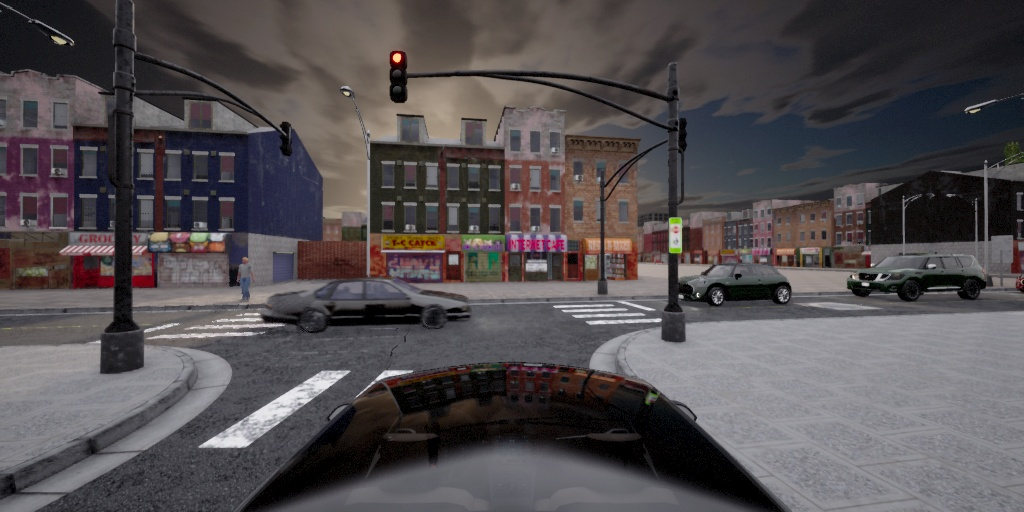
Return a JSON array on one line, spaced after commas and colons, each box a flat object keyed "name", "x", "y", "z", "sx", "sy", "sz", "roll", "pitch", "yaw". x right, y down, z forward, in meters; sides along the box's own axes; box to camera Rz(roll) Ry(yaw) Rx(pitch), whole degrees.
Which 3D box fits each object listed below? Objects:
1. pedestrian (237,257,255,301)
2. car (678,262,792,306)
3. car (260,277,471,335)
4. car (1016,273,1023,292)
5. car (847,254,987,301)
[{"name": "pedestrian", "x": -11.107, "y": 0.945, "z": 14.977, "sx": 0.375, "sy": 1.860, "sz": 0.375, "roll": 0, "pitch": 0, "yaw": -9}, {"name": "car", "x": 9.177, "y": 1.083, "z": 15.178, "sx": 4.553, "sy": 1.767, "sz": 2.097, "roll": 0, "pitch": 0, "yaw": -10}, {"name": "car", "x": -3.868, "y": 1.303, "z": 10.175, "sx": 5.357, "sy": 1.411, "sz": 2.033, "roll": 0, "pitch": 0, "yaw": -9}, {"name": "car", "x": 28.626, "y": 1.034, "z": 18.212, "sx": 4.553, "sy": 1.767, "sz": 2.097, "roll": 0, "pitch": 0, "yaw": -8}, {"name": "car", "x": 18.778, "y": 0.927, "z": 16.712, "sx": 5.566, "sy": 2.045, "sz": 2.150, "roll": 0, "pitch": 0, "yaw": -9}]
